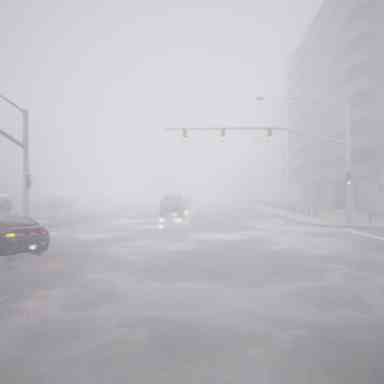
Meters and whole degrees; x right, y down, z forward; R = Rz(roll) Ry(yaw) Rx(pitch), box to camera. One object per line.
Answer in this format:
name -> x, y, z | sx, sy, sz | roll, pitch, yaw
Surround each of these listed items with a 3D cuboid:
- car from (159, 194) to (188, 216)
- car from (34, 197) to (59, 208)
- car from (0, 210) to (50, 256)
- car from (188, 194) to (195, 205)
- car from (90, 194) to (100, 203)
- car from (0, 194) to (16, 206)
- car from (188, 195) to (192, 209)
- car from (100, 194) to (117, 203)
car -> -1.911, 1.283, 33.517 | 2.150, 2.045, 5.566 | 0, 0, 3
car -> -24.076, 1.647, 54.416 | 1.970, 1.475, 3.806 | 0, 0, 3
car -> -7.220, 1.544, 11.982 | 4.892, 1.490, 1.837 | -1, -2, 31
car -> -0.626, 1.310, 59.237 | 2.150, 2.045, 5.566 | 0, 0, 3
car -> -20.492, 1.405, 71.725 | 1.905, 1.878, 3.866 | 0, 0, 3
car -> -40.091, 1.550, 72.681 | 1.905, 1.878, 3.866 | 0, 0, 3
car -> -1.381, 1.578, 44.418 | 1.837, 1.490, 4.892 | 0, 0, 3
car -> -17.604, 1.381, 71.524 | 1.932, 1.855, 4.605 | 0, 0, 3
